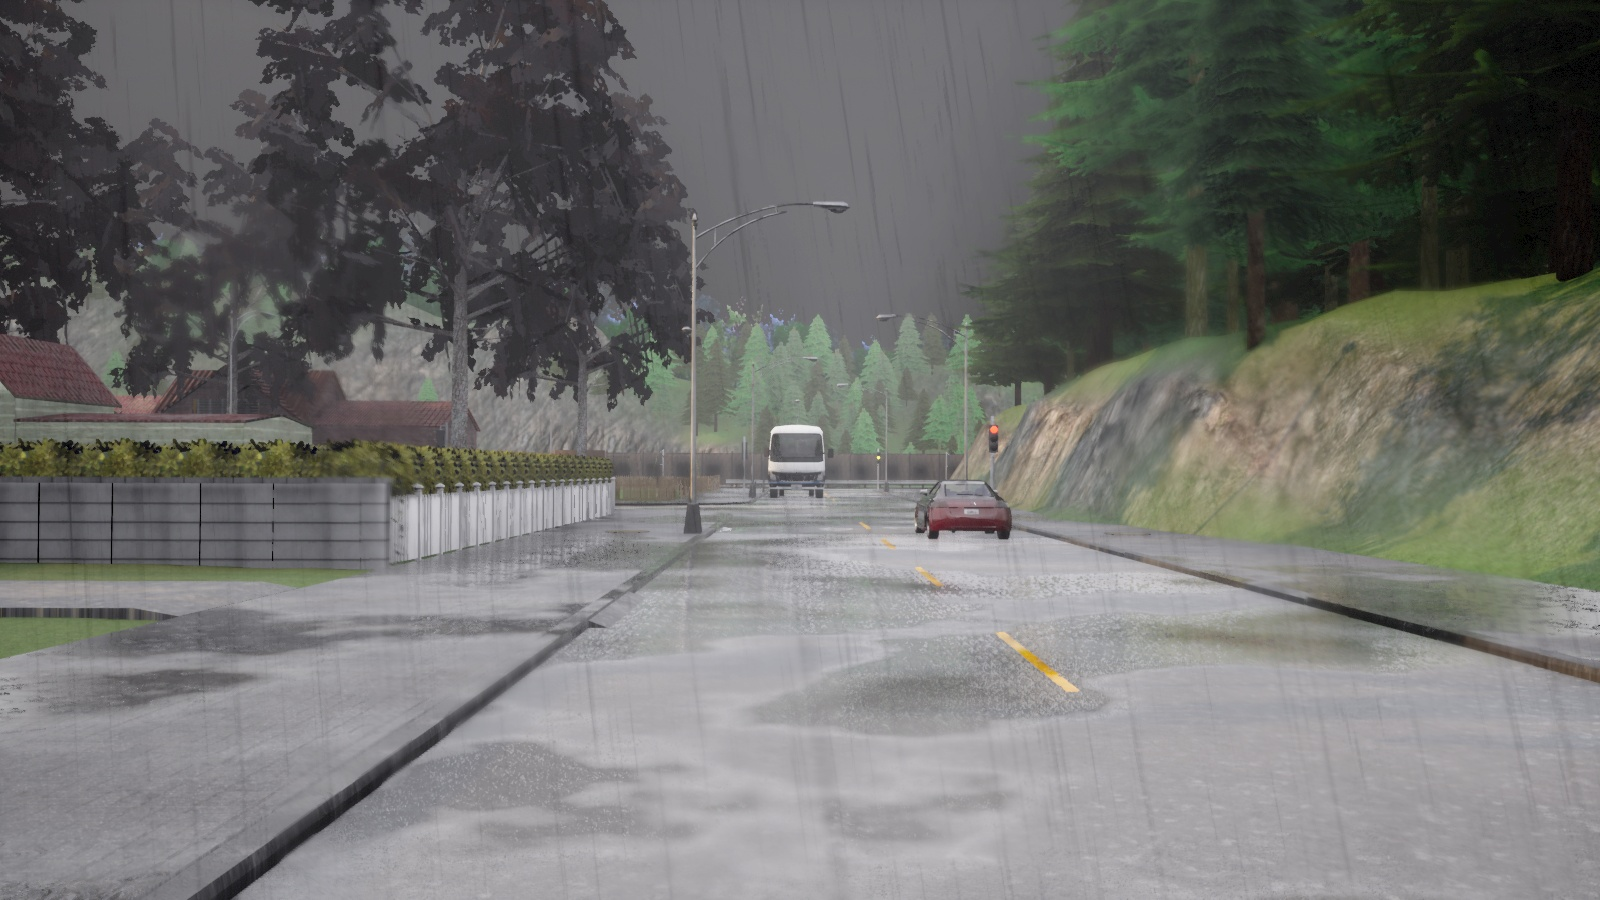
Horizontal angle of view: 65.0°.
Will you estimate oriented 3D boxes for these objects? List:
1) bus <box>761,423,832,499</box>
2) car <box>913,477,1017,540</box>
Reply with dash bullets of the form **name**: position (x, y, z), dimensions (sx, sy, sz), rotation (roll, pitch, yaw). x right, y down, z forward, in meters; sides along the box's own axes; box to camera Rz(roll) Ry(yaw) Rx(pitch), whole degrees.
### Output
- **bus**: position (-0.192, 0.698, 75.175), dimensions (3.944, 4.253, 10.273), rotation (0, -1, 0)
- **car**: position (3.919, 1.374, 30.520), dimensions (1.994, 1.385, 4.181), rotation (0, -1, 0)
